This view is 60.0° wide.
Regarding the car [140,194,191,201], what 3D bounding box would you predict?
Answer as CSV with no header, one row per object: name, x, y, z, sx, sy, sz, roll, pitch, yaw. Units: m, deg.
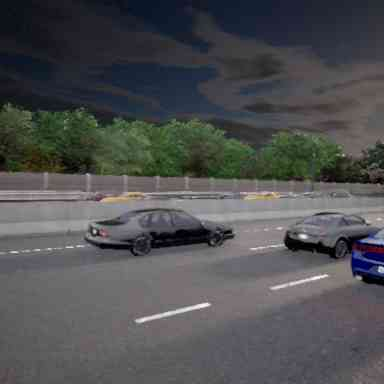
car,-1.321,1.036,24.460,4.181,1.385,1.994,0,1,-35

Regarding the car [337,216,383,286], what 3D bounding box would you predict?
car,5.843,1.406,7.996,5.008,1.535,1.882,0,1,-35

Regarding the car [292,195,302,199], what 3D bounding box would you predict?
car,13.238,0.991,38.966,4.181,1.385,1.994,0,1,-35

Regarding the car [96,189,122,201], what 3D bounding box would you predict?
car,-5.623,0.764,29.986,5.008,1.535,1.882,0,1,-35

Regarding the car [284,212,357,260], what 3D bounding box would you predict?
car,5.216,1.404,11.833,4.181,1.385,1.994,0,1,-35

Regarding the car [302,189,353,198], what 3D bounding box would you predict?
car,14.758,0.742,35.753,5.566,2.045,2.150,1,1,-35

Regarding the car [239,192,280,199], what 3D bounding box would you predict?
car,8.472,0.804,39.893,5.008,1.535,1.882,0,1,-35

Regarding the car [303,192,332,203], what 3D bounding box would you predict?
car,19.698,0.819,52.044,4.892,1.490,1.837,0,1,-35

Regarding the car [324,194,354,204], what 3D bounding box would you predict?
car,21.777,0.978,49.231,4.718,1.301,1.895,0,1,-35

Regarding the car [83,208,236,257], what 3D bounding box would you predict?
car,-0.969,1.283,11.765,5.357,1.411,2.033,0,1,-35

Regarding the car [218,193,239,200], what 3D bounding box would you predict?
car,5.328,0.795,41.963,4.181,1.385,1.994,0,1,-35

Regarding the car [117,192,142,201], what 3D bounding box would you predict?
car,-3.042,0.928,27.526,5.357,1.411,2.033,0,1,-35

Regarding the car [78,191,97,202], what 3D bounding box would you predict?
car,-8.642,0.542,32.136,4.553,1.767,2.097,0,2,-35
